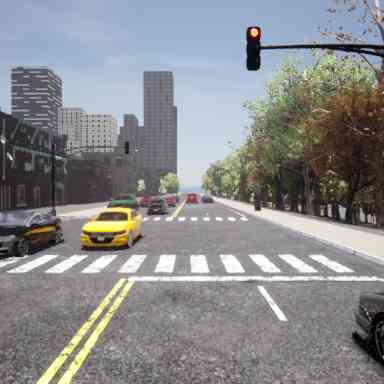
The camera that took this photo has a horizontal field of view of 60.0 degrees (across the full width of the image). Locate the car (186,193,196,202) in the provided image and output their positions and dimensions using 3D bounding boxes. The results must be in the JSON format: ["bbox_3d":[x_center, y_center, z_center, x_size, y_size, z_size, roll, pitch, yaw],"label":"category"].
[{"bbox_3d":[-0.136,1.191,75.692,2.150,2.045,5.566,0,0,0],"label":"car"}]

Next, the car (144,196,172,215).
[{"bbox_3d":[-3.410,1.493,33.780,1.837,1.490,4.892,0,0,0],"label":"car"}]

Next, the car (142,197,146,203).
[{"bbox_3d":[-6.687,1.458,50.035,1.882,1.535,5.008,0,0,0],"label":"car"}]

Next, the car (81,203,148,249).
[{"bbox_3d":[-3.378,1.474,14.852,1.882,1.535,5.008,0,0,0],"label":"car"}]

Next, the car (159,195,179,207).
[{"bbox_3d":[-3.437,1.459,49.537,1.882,1.535,5.008,0,1,0],"label":"car"}]

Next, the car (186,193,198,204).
[{"bbox_3d":[-0.020,1.194,65.156,2.150,2.045,5.566,0,0,0],"label":"car"}]

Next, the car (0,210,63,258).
[{"bbox_3d":[-6.624,1.489,12.790,2.128,1.511,4.902,0,0,0],"label":"car"}]

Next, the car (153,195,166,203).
[{"bbox_3d":[-6.631,1.463,68.337,2.128,1.511,4.902,0,0,0],"label":"car"}]

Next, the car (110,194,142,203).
[{"bbox_3d":[-6.661,1.210,32.880,2.150,2.045,5.566,0,0,0],"label":"car"}]

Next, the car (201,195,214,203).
[{"bbox_3d":[3.233,1.536,65.852,1.994,1.385,4.181,0,0,0],"label":"car"}]

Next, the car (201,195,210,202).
[{"bbox_3d":[3.114,1.444,75.880,1.882,1.535,5.008,0,0,0],"label":"car"}]

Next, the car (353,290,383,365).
[{"bbox_3d":[3.345,1.547,2.535,2.033,1.411,5.357,0,0,0],"label":"car"}]
